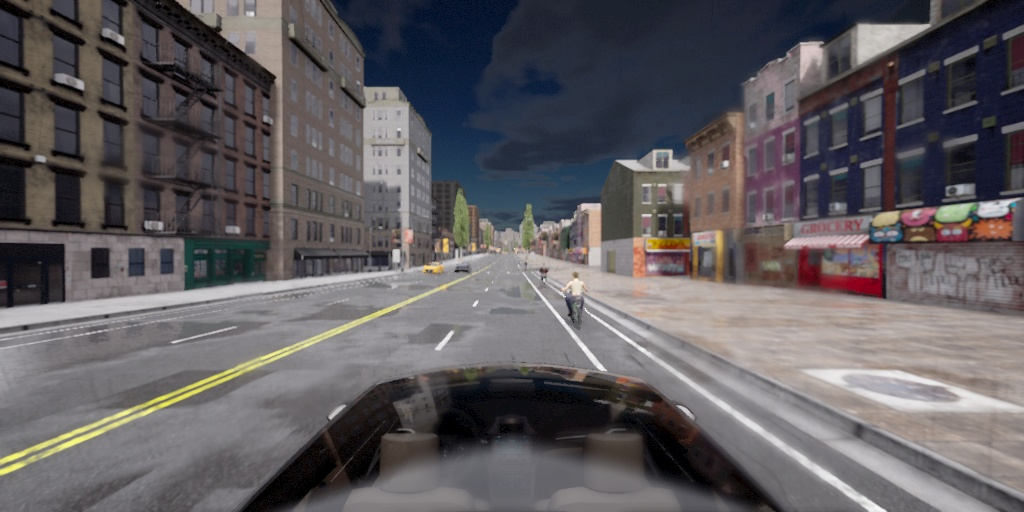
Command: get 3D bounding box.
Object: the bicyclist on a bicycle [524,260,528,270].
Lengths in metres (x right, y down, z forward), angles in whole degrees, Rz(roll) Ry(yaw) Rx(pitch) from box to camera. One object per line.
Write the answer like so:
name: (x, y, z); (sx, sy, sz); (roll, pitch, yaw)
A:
bicyclist on a bicycle: (2.101, 1.480, 54.009); (0.659, 1.776, 1.843); (0, 0, 1)

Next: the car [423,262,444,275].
car: (-9.857, 1.553, 45.283); (1.882, 1.535, 5.008); (0, -1, 0)

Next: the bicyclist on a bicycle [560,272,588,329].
bicyclist on a bicycle: (1.882, 1.283, 10.684); (0.866, 1.612, 1.509); (0, -1, 0)

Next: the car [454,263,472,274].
car: (-6.577, 1.636, 48.628); (2.033, 1.411, 5.357); (0, 0, 0)

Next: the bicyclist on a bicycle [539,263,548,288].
bicyclist on a bicycle: (2.138, 1.331, 24.109); (0.659, 1.776, 1.843); (0, 0, 1)
